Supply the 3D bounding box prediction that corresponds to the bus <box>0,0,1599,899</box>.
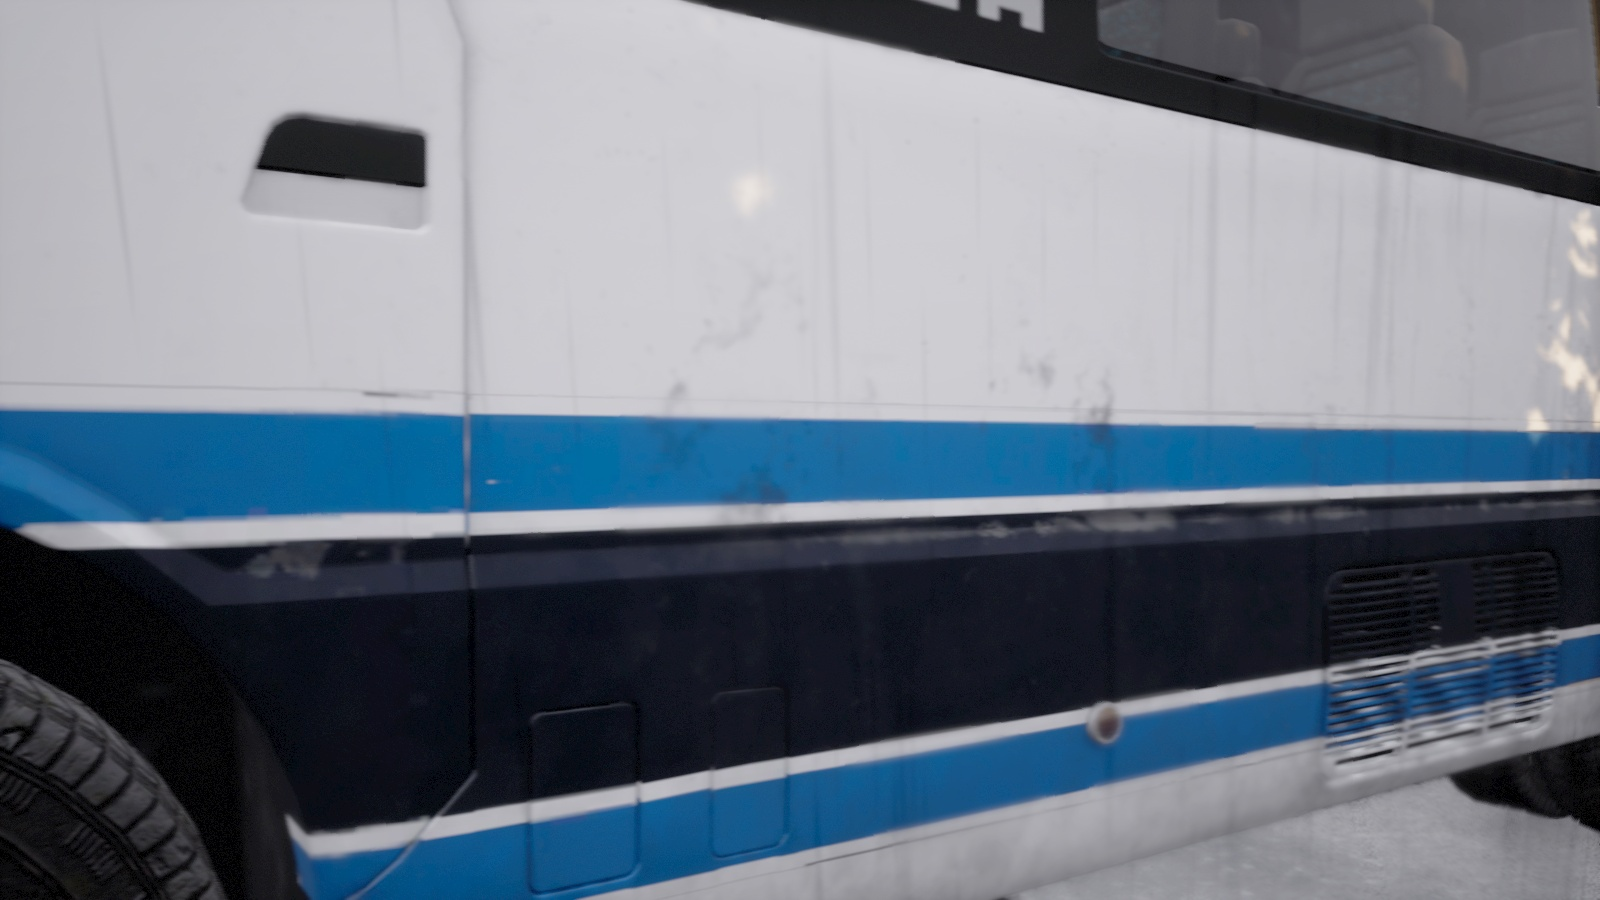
[{"bbox_3d":[0.285,-0.633,4.421,10.273,4.253,3.944,0,0,-34],"label":"bus"}]
